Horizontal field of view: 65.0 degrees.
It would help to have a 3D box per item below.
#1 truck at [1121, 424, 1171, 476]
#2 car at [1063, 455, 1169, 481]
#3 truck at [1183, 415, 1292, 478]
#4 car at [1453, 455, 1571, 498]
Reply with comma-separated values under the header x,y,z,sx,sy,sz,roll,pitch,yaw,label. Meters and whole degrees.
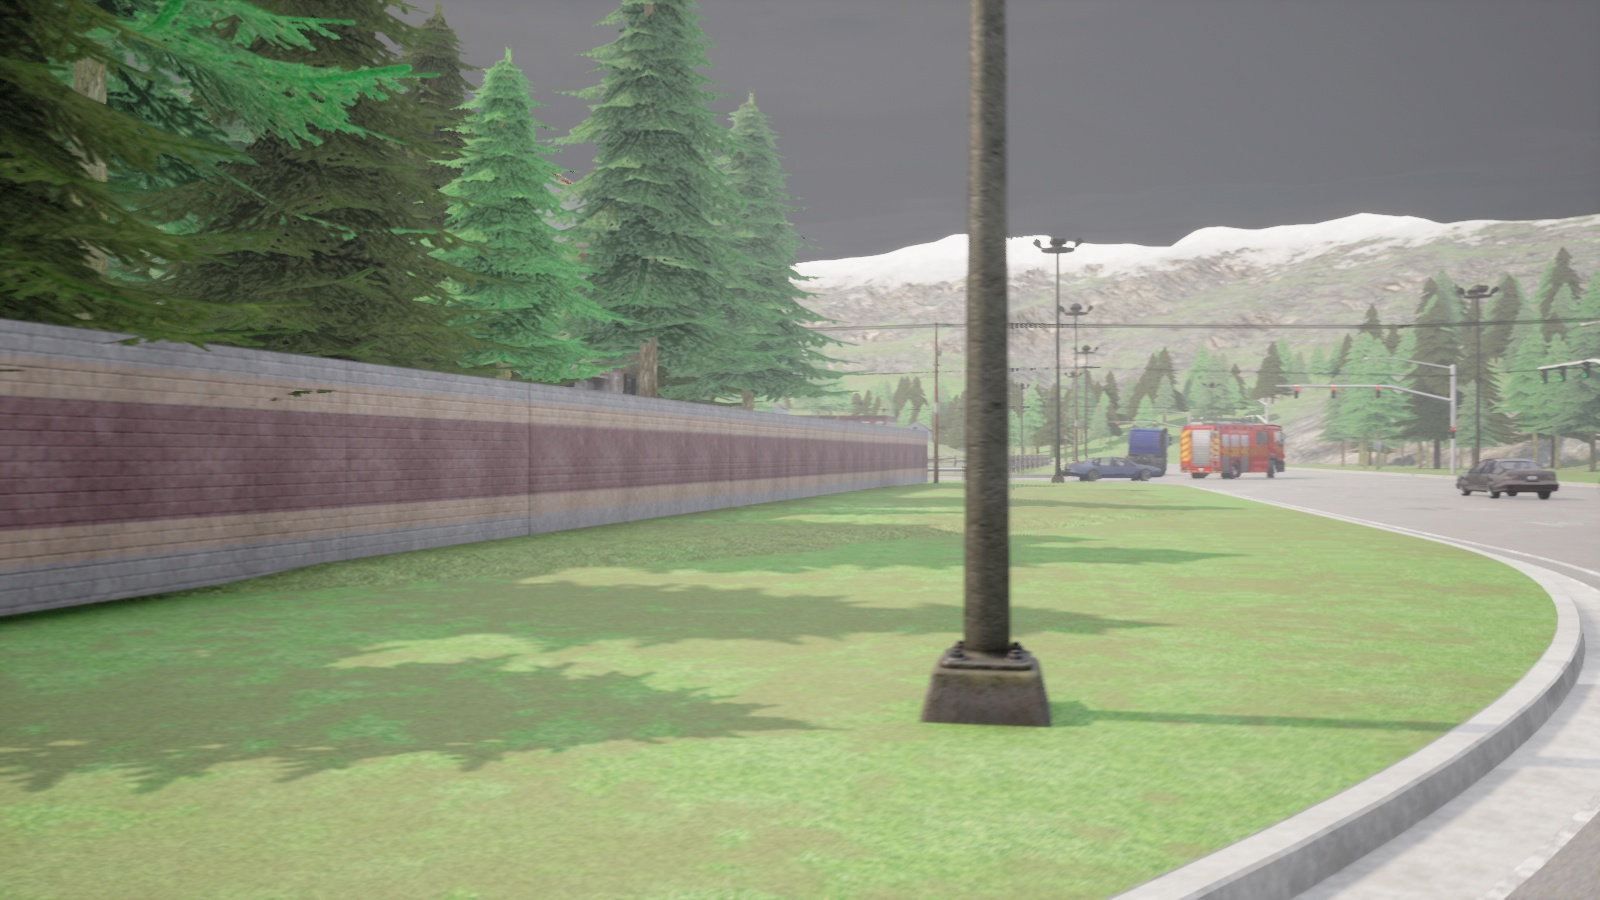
x,y,z,sx,sy,sz,roll,pitch,yaw,label
25.280,-0.054,91.443,2.891,3.462,7.936,4,2,18,truck
17.712,0.987,70.506,5.357,1.411,2.033,0,0,-4,car
27.951,-0.222,79.968,8.468,3.827,2.891,0,0,-43,truck
24.852,0.875,44.066,2.033,1.411,5.357,0,0,11,car
